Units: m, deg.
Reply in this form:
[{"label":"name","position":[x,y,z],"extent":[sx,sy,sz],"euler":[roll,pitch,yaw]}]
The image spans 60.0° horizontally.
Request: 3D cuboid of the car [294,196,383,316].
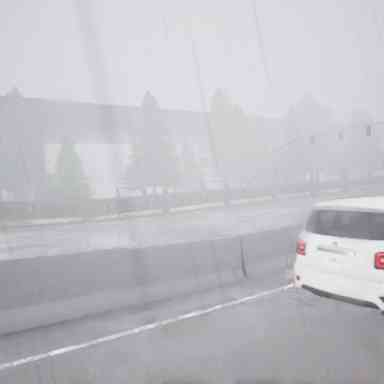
[{"label":"car","position":[4.490,1.084,6.974],"extent":[5.566,2.045,2.150],"euler":[-3,1,-36]}]
